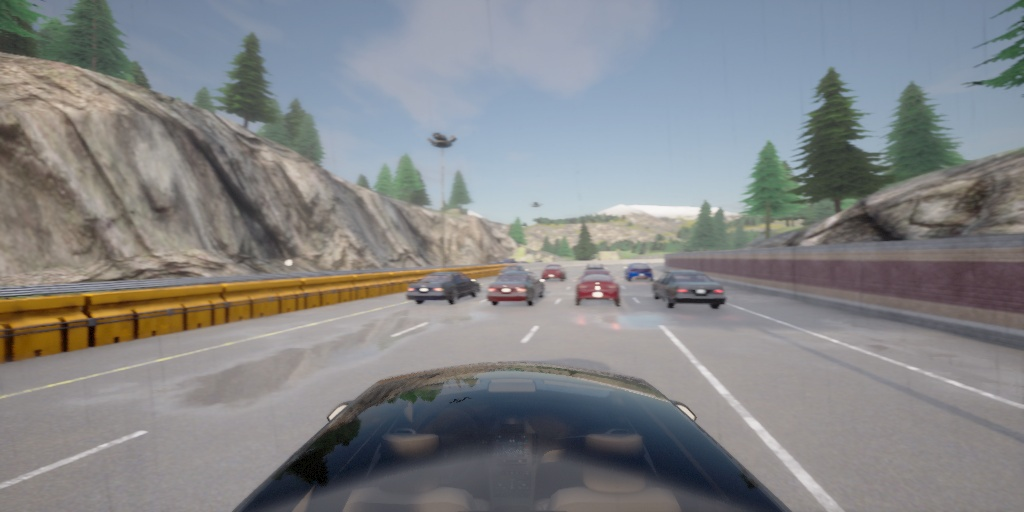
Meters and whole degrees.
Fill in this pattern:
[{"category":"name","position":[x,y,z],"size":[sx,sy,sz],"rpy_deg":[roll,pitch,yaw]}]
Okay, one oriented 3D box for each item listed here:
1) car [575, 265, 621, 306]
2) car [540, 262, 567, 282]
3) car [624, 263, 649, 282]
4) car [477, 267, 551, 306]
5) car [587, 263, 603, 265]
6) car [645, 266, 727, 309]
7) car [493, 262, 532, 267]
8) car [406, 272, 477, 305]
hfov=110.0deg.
[{"category":"car","position":[3.829,1.333,16.154],"size":[1.812,1.442,4.674],"rpy_deg":[-1,0,13]},{"category":"car","position":[3.711,1.449,31.532],"size":[1.812,1.442,4.674],"rpy_deg":[-1,0,13]},{"category":"car","position":[10.563,1.301,30.096],"size":[1.882,1.535,5.008],"rpy_deg":[-1,0,13]},{"category":"car","position":[0.324,1.403,16.533],"size":[2.033,1.411,5.357],"rpy_deg":[-1,0,13]},{"category":"car","position":[7.109,1.365,30.697],"size":[2.128,1.511,4.902],"rpy_deg":[-1,0,13]},{"category":"car","position":[7.152,1.302,14.994],"size":[2.033,1.411,5.357],"rpy_deg":[-1,0,13]},{"category":"car","position":[0.209,1.519,31.935],"size":[2.033,1.411,5.357],"rpy_deg":[-1,0,13]},{"category":"car","position":[-3.090,1.454,17.302],"size":[2.033,1.411,5.357],"rpy_deg":[-1,0,13]}]
